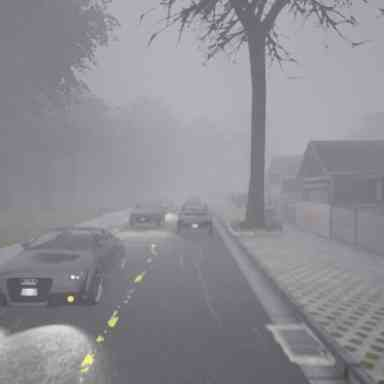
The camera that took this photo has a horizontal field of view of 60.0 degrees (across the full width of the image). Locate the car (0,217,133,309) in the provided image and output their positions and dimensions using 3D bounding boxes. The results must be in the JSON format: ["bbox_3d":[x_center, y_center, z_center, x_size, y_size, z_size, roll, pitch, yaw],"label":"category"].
[{"bbox_3d":[-2.830,1.525,7.769,1.994,1.385,4.181,0,1,0],"label":"car"}]

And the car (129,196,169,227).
[{"bbox_3d":[-2.766,1.276,21.480,1.882,1.535,5.008,0,1,0],"label":"car"}]

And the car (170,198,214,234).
[{"bbox_3d":[0.145,1.338,18.051,2.128,1.511,4.902,0,1,0],"label":"car"}]

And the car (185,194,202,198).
[{"bbox_3d":[0.204,1.029,41.295,2.128,1.511,4.902,0,1,0],"label":"car"}]

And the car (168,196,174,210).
[{"bbox_3d":[-2.675,1.128,33.581,2.128,1.511,4.902,0,1,0],"label":"car"}]
